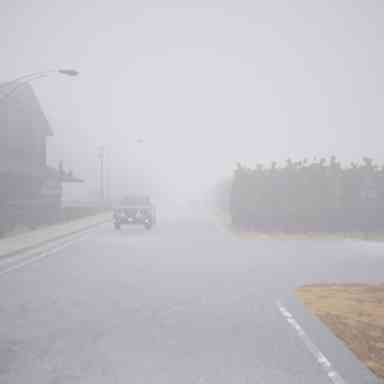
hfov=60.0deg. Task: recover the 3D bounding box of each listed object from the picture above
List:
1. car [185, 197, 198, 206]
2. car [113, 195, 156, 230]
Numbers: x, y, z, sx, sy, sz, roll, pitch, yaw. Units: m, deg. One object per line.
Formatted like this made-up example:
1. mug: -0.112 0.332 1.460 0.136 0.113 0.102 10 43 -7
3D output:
1. car: -0.034 1.489 54.031 1.812 1.442 4.674 0 0 0
2. car: -3.582 1.207 21.551 2.150 2.045 5.566 0 0 -2
